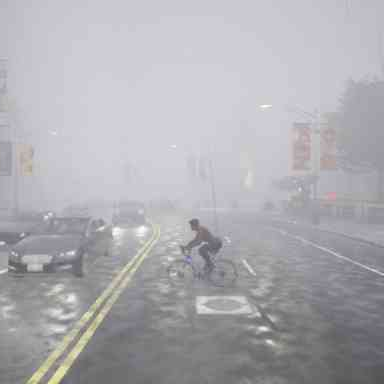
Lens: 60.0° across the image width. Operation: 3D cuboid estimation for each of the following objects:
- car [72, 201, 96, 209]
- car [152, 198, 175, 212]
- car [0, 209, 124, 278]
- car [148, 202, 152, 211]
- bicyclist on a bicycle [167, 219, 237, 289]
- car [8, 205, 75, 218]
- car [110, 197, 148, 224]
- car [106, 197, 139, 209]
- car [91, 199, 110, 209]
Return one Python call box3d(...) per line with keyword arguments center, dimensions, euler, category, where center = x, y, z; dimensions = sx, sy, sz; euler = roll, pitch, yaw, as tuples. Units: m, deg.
box3d(center=(-8.087, 1.572, 23.548), dimensions=(1.994, 1.385, 4.181), euler=(0, 0, -14), category="car")
box3d(center=(-3.717, 1.505, 38.959), dimensions=(1.837, 1.490, 4.892), euler=(0, 0, -31), category="car")
box3d(center=(-3.706, 1.490, 10.204), dimensions=(2.128, 1.511, 4.902), euler=(0, 0, -1), category="car")
box3d(center=(-6.616, 1.526, 37.191), dimensions=(1.812, 1.442, 4.674), euler=(0, 0, -32), category="car")
box3d(center=(0.225, 1.453, 7.750), dimensions=(1.656, 1.620, 0.582), euler=(-1, 0, -1), category="bicyclist on a bicycle")
box3d(center=(-7.329, 1.547, 15.223), dimensions=(2.033, 1.411, 5.357), euler=(0, 0, -3), category="car")
box3d(center=(-4.701, 1.352, 24.432), dimensions=(2.097, 1.767, 4.553), euler=(0, 0, -14), category="car")
box3d(center=(-9.807, 1.491, 46.661), dimensions=(2.128, 1.511, 4.902), euler=(0, 0, -45), category="car")
box3d(center=(-12.773, 1.601, 44.732), dimensions=(4.718, 1.301, 1.895), euler=(0, 0, 44), category="car")
